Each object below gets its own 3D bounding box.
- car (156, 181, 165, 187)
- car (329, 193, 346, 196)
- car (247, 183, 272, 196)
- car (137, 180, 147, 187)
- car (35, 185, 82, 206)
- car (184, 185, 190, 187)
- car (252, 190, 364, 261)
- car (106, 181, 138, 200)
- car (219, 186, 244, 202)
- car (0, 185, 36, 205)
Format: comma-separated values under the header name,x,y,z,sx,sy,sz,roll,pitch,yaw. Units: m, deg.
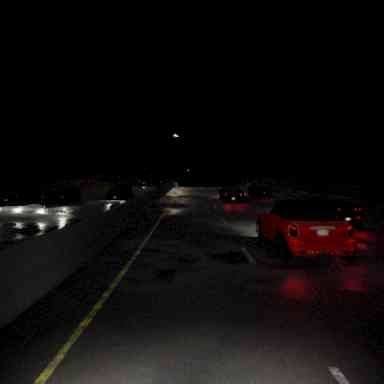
name,x,y,z,sx,sy,sz,roll,pitch,yaw
car,-7.050,-1.743,74.913,2.033,1.411,5.357,0,-1,0
car,7.088,0.834,17.428,1.837,1.490,4.892,0,3,0
car,7.076,-0.219,34.971,1.882,1.535,5.008,0,3,0
car,-10.547,-1.772,69.616,1.882,1.535,5.008,0,0,0
car,-10.617,0.221,27.435,1.882,1.535,5.008,0,3,0
car,-1.285,-1.123,88.863,1.837,1.490,4.892,0,-3,0
car,3.592,1.029,11.251,2.097,1.767,4.553,0,3,0
car,-7.120,-0.049,33.263,2.033,1.411,5.357,0,3,0
car,3.579,0.139,30.952,1.895,1.301,4.718,0,3,0
car,-14.117,0.234,27.669,1.837,1.490,4.892,0,4,0
